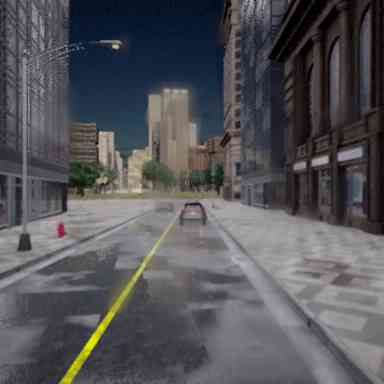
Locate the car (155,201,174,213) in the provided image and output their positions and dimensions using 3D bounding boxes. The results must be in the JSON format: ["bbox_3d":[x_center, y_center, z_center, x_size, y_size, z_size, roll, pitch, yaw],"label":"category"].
[{"bbox_3d":[-3.111,1.723,38.379,1.994,1.385,4.181,0,0,0],"label":"car"}]

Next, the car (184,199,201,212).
[{"bbox_3d":[0.072,1.669,42.986,2.128,1.511,4.902,0,0,0],"label":"car"}]

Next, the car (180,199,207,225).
[{"bbox_3d":[0.086,1.536,25.155,2.033,1.649,4.856,0,0,0],"label":"car"}]
